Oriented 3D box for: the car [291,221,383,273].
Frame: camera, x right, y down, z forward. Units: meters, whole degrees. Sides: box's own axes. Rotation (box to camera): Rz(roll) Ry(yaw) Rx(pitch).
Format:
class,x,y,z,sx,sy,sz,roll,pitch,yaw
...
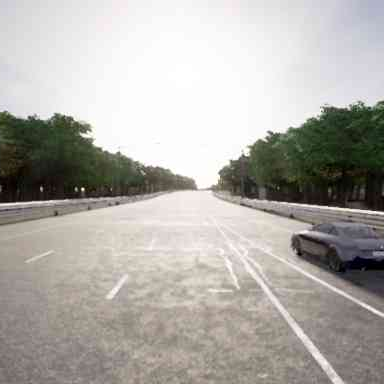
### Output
class,x,y,z,sx,sy,sz,roll,pitch,yaw
car,4.889,1.653,11.026,1.994,1.385,4.181,1,0,-5
